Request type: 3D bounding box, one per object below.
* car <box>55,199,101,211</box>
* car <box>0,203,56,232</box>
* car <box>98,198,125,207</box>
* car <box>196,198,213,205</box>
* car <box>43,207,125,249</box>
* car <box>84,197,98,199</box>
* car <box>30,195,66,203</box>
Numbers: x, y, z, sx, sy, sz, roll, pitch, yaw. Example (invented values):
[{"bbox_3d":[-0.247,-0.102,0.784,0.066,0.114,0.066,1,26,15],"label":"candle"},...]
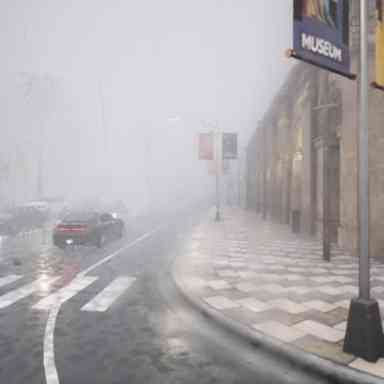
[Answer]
[{"bbox_3d":[-10.276,1.631,30.376,1.812,1.442,4.674,0,0,5],"label":"car"},{"bbox_3d":[-11.052,1.627,20.980,2.033,1.411,5.357,0,0,4],"label":"car"},{"bbox_3d":[-9.396,1.658,40.227,1.812,1.442,4.674,0,0,5],"label":"car"},{"bbox_3d":[2.552,1.753,63.638,1.994,1.385,4.181,-1,-1,39],"label":"car"},{"bbox_3d":[-4.405,1.619,14.905,1.837,1.490,4.892,0,-1,4],"label":"car"},{"bbox_3d":[-12.779,1.495,41.701,2.097,1.767,4.553,0,0,5],"label":"car"},{"bbox_3d":[-13.704,1.336,31.418,2.150,2.045,5.566,0,0,5],"label":"car"}]
